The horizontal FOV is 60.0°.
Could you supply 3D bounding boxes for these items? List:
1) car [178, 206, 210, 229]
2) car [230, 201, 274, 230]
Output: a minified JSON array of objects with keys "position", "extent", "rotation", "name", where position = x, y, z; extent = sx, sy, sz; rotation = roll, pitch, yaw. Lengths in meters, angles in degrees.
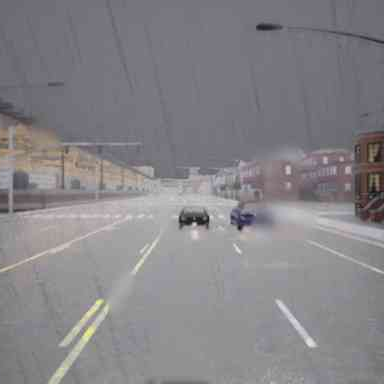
[{"position":[0.127,1.571,21.328],"extent":[1.895,1.301,4.718],"rotation":[0,0,0],"name":"car"},{"position":[3.625,1.325,20.866],"extent":[2.097,1.767,4.553],"rotation":[0,0,0],"name":"car"}]
